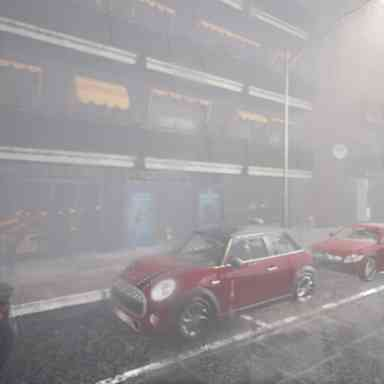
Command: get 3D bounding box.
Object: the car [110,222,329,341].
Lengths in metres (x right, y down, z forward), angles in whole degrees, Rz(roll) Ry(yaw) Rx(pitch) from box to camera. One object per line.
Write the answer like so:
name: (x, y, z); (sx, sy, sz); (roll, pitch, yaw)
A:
car: (0.519, 1.443, 6.454); (4.097, 1.590, 1.967); (0, 1, -35)

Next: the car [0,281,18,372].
car: (-4.079, 1.565, 3.178); (4.313, 1.339, 1.947); (0, 1, -35)

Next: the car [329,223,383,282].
car: (5.115, 1.587, 9.734); (4.206, 1.307, 1.802); (0, 1, -35)
